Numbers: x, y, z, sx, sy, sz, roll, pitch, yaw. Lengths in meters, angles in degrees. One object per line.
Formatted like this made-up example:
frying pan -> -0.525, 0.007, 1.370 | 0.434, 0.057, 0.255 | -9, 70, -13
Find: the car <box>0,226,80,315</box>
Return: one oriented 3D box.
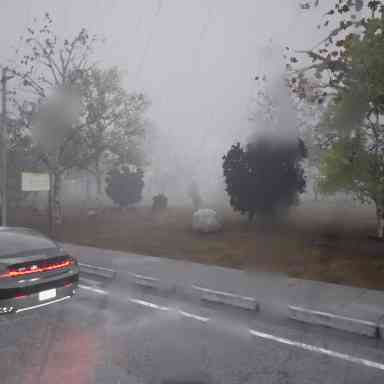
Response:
car -> -4.402, 1.505, 7.135 | 4.892, 1.490, 1.837 | 0, 0, 37
